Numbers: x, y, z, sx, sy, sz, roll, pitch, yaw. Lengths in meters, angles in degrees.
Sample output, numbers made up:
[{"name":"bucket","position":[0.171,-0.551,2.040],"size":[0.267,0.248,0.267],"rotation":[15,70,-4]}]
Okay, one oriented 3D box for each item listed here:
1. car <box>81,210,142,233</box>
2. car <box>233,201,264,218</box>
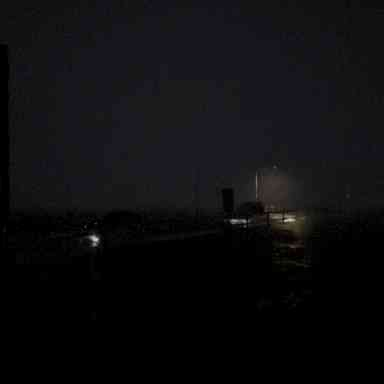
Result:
[{"name":"car","position":[-5.718,2.077,24.230],"size":[1.837,1.490,4.892],"rotation":[-1,-1,36]},{"name":"car","position":[7.273,2.219,42.377],"size":[2.150,2.045,5.566],"rotation":[-1,-2,36]}]
